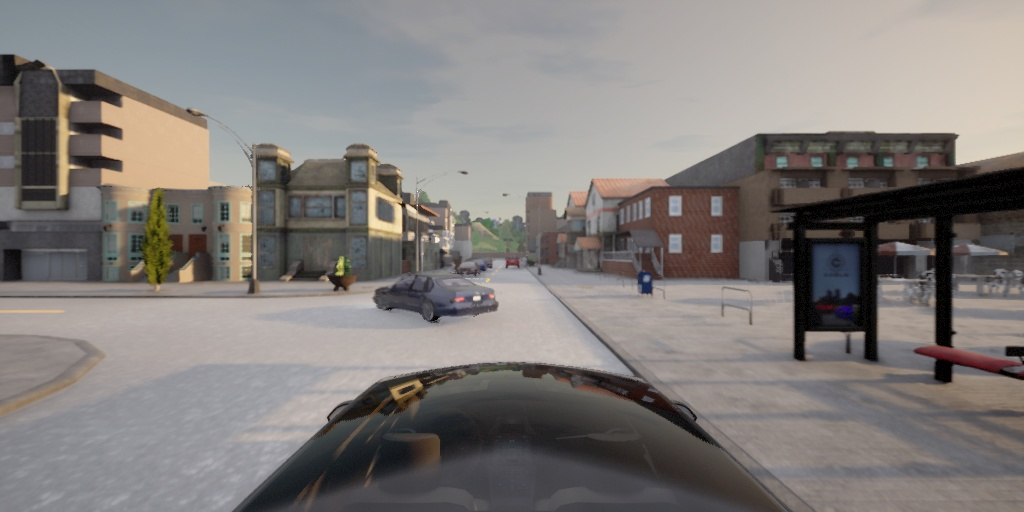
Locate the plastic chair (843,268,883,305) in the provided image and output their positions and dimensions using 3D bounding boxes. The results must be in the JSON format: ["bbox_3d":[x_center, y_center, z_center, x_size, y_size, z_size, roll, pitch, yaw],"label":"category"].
[{"bbox_3d":[14.702,1.244,15.021,0.730,1.272,0.750,0,0,0],"label":"plastic chair"}]

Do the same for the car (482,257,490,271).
[{"bbox_3d":[-4.069,1.119,43.526,1.882,1.535,5.008,0,0,0],"label":"car"}]

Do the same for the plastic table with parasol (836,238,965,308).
[{"bbox_3d":[15.922,0.640,14.901,2.482,2.480,2.482,0,0,0],"label":"plastic table with parasol"}]

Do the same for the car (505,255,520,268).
[{"bbox_3d":[0.104,0.832,56.172,2.150,2.045,5.566,0,0,1],"label":"car"}]

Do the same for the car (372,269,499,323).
[{"bbox_3d":[-2.804,1.270,12.194,5.357,1.411,2.033,0,0,45],"label":"car"}]

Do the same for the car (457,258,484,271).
[{"bbox_3d":[-4.092,1.191,34.288,1.812,1.442,4.674,0,0,2],"label":"car"}]

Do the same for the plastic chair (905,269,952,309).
[{"bbox_3d":[15.801,1.248,13.621,0.750,1.272,0.730,0,0,0],"label":"plastic chair"}]

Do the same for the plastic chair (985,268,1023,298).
[{"bbox_3d":[22.502,1.240,16.319,0.750,1.272,0.730,0,0,0],"label":"plastic chair"}]

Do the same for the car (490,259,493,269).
[{"bbox_3d":[-3.995,0.968,53.474,2.097,1.767,4.553,0,0,0],"label":"car"}]

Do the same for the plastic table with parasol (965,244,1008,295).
[{"bbox_3d":[22.512,0.632,17.789,2.482,2.480,2.482,0,0,0],"label":"plastic table with parasol"}]
